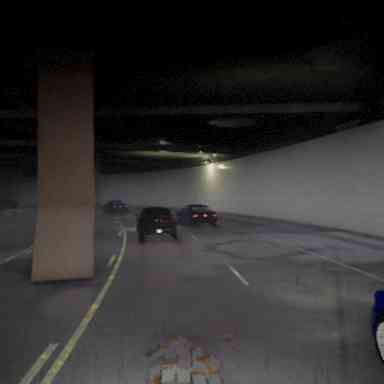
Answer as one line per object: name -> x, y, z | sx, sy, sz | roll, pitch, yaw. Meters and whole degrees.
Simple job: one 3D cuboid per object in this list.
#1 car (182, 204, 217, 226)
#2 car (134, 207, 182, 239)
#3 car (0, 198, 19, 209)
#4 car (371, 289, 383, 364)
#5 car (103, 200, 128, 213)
car -> 0.203, 1.579, 23.861 | 2.033, 1.411, 5.357 | 0, 0, -15
car -> -1.947, 1.537, 17.583 | 1.837, 1.490, 4.892 | 0, 0, -11
car -> -26.972, 1.659, 47.991 | 5.008, 1.535, 1.882 | 0, 0, 33
car -> 3.392, 1.466, 2.509 | 1.882, 1.535, 5.008 | 0, 0, -1
car -> -8.850, 1.637, 38.118 | 2.033, 1.411, 5.357 | 0, 0, -27
